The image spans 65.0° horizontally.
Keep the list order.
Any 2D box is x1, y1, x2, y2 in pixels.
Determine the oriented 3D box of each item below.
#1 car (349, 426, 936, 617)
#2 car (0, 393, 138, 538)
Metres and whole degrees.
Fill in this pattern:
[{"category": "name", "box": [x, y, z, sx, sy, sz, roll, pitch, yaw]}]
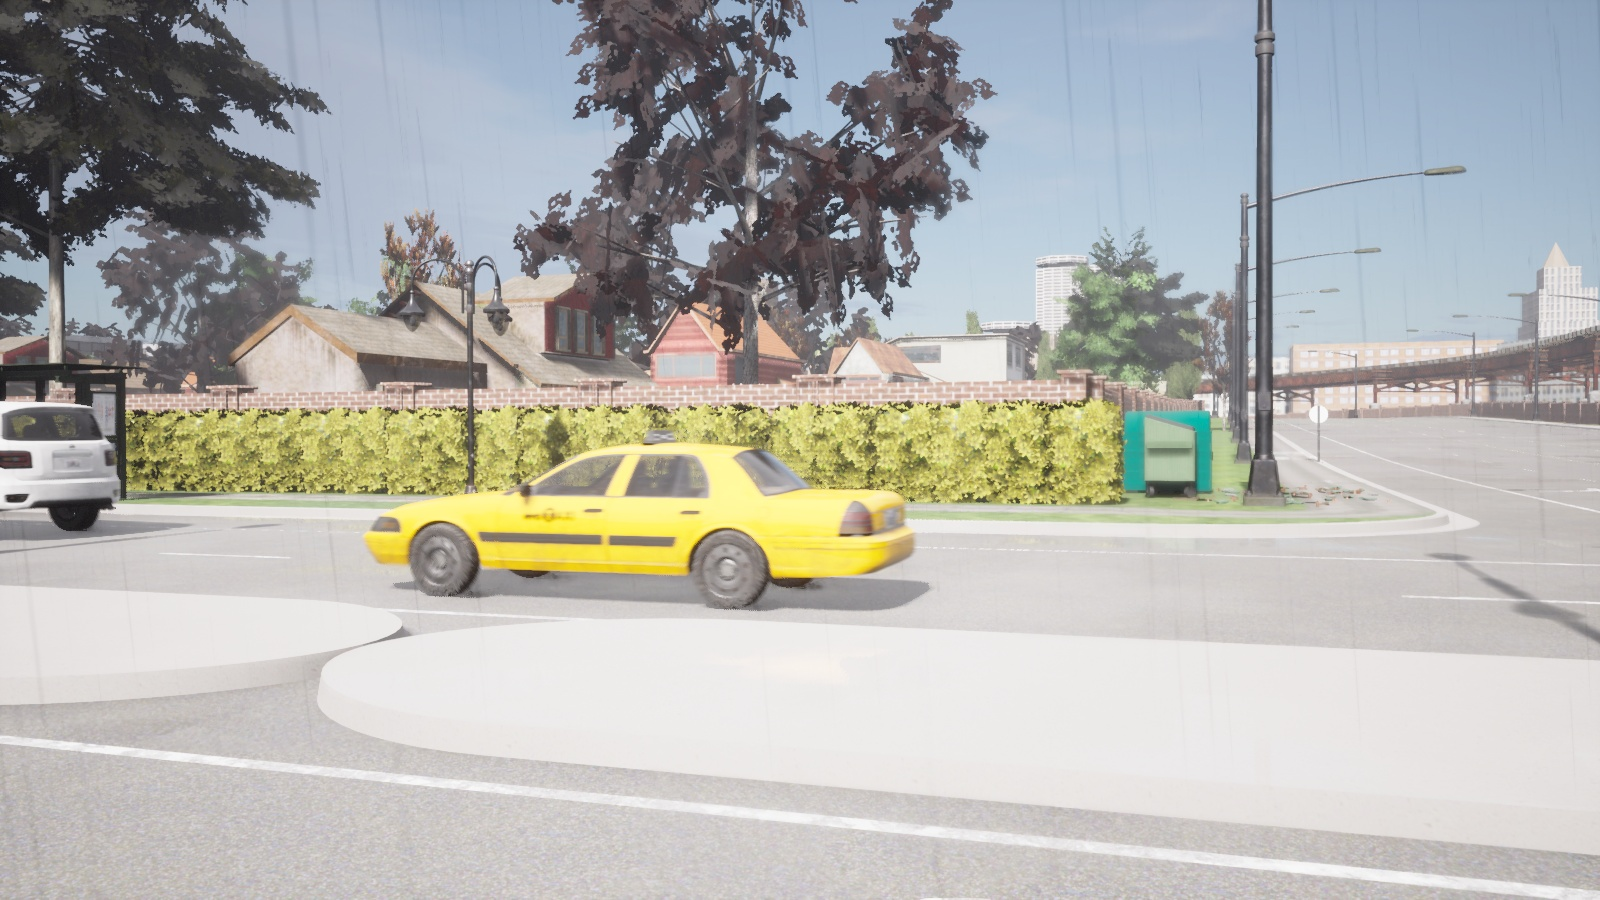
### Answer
[{"category": "car", "box": [-1.519, 0.566, 12.125, 5.366, 1.575, 1.801, 1, 1, 18]}, {"category": "car", "box": [-13.409, 0.179, 19.788, 5.566, 2.045, 2.150, 1, 1, 22]}]
